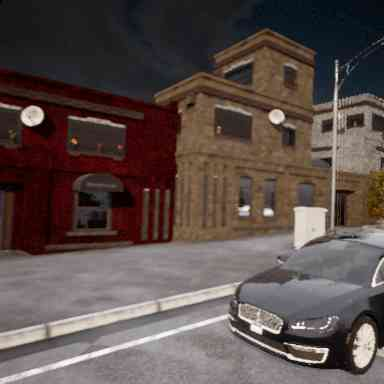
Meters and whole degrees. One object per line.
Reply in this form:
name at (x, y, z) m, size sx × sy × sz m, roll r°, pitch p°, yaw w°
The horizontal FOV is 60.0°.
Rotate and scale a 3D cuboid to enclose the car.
car at (2.802, 1.510, 5.686) m, size 4.892 × 1.490 × 1.837 m, roll 0°, pitch 0°, yaw -36°
